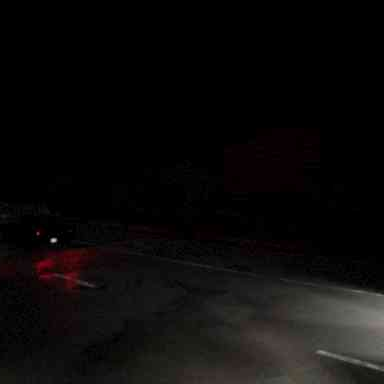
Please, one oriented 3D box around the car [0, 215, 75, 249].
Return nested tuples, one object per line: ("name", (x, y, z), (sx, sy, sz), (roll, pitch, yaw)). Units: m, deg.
("car", (-7.257, 1.703, 15.293), (1.895, 1.301, 4.718), (0, 0, -44))
